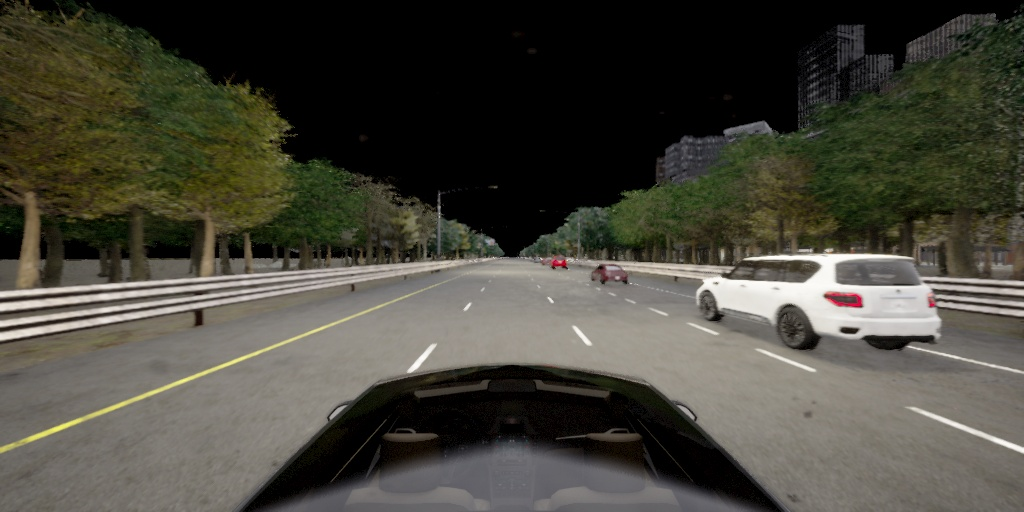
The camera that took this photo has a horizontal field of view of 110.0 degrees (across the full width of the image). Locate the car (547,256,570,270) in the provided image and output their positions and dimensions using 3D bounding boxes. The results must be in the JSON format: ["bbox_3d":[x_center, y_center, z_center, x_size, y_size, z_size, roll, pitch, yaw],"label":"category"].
[{"bbox_3d":[7.074,1.032,55.049,2.150,2.045,5.566,0,0,0],"label":"car"}]

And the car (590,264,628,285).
[{"bbox_3d":[7.004,1.292,26.086,1.812,1.442,4.674,0,0,0],"label":"car"}]

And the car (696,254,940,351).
[{"bbox_3d":[7.000,0.977,9.166,2.150,2.045,5.566,0,0,0],"label":"car"}]
